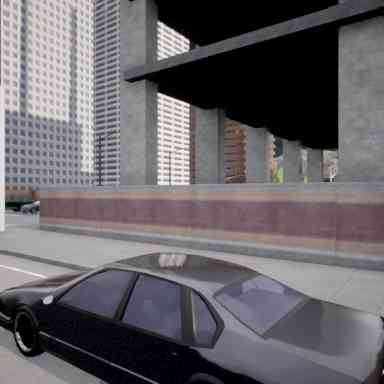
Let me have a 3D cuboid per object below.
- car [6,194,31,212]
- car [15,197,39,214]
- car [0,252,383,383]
[{"bbox_3d":[-19.885,1.221,35.634,2.150,2.045,5.566,0,0,36],"label":"car"},{"bbox_3d":[-15.744,1.526,35.357,1.812,1.442,4.674,0,0,36],"label":"car"},{"bbox_3d":[-0.417,1.547,4.288,5.357,1.411,2.033,0,0,35],"label":"car"}]
